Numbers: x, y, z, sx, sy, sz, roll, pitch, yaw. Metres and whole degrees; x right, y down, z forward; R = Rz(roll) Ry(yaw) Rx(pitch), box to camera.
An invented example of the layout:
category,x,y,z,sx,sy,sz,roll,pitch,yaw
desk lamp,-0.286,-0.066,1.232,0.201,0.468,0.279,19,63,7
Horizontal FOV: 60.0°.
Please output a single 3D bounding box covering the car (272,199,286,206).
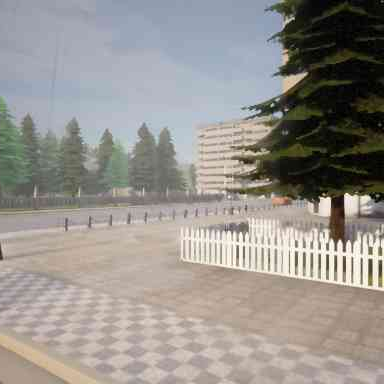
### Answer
category,x,y,z,sx,sy,sz,roll,pitch,yaw
car,15.431,1.352,56.690,2.097,1.767,4.553,0,0,36
